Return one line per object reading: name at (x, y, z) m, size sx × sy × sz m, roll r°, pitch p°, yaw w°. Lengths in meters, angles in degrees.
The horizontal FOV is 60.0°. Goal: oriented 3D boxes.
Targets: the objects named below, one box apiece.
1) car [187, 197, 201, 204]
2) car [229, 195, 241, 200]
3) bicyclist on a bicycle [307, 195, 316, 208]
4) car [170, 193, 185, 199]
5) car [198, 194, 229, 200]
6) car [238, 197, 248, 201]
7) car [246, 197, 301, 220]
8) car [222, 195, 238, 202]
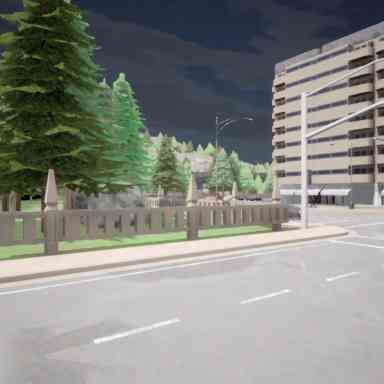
car at (0.388, 1.545, 61.606) m, size 1.895 × 1.301 × 4.718 m, roll 0°, pitch 0°, yaw 8°
car at (9.249, 1.492, 67.935) m, size 2.033 × 1.411 × 5.357 m, roll 0°, pitch 0°, yaw 20°
bicyclist on a bicycle at (15.325, 1.245, 42.481) m, size 1.656 × 1.620 × 0.582 m, roll 0°, pitch 0°, yaw -29°
car at (-2.801, 1.168, 64.103) m, size 2.150 × 2.045 × 5.566 m, roll 0°, pitch 0°, yaw 10°
car at (2.468, 1.422, 42.684) m, size 1.882 × 1.535 × 5.008 m, roll 0°, pitch 0°, yaw -19°
car at (7.108, 1.492, 33.372) m, size 2.033 × 1.411 × 5.357 m, roll 0°, pitch 0°, yaw -33°
car at (7.082, 1.434, 27.204) m, size 2.128 × 1.511 × 4.902 m, roll 0°, pitch 0°, yaw -33°
car at (8.594, 1.469, 75.205) m, size 1.812 × 1.442 × 4.674 m, roll 0°, pitch 0°, yaw 32°
